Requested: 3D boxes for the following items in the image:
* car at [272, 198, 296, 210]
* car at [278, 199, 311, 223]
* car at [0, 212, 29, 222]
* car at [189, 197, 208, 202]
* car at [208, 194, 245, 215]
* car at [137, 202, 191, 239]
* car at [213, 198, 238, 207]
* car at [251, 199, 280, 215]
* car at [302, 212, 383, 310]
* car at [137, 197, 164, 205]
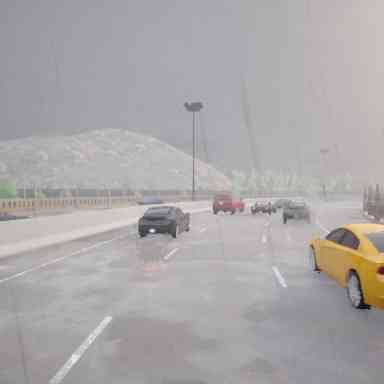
[{"bbox_3d":[11.892,1.562,42.859,1.994,1.385,4.181,0,0,29],"label":"car"},{"bbox_3d":[8.000,1.490,25.455,2.128,1.511,4.902,0,0,17],"label":"car"},{"bbox_3d":[-9.263,1.547,14.475,2.033,1.411,5.357,0,0,9],"label":"car"},{"bbox_3d":[1.186,1.503,52.615,1.837,1.490,4.892,0,0,32],"label":"car"},{"bbox_3d":[3.844,1.221,34.405,2.150,2.045,5.566,0,0,22],"label":"car"},{"bbox_3d":[-1.326,1.504,17.530,1.837,1.490,4.892,0,0,11],"label":"car"},{"bbox_3d":[5.390,1.599,52.840,1.895,1.301,4.718,0,0,33],"label":"car"},{"bbox_3d":[7.409,1.600,33.790,1.895,1.301,4.718,0,0,23],"label":"car"},{"bbox_3d":[4.179,1.477,7.720,1.882,1.535,5.008,0,0,6],"label":"car"},{"bbox_3d":[-5.852,1.477,47.147,1.882,1.535,5.008,0,0,27],"label":"car"}]
